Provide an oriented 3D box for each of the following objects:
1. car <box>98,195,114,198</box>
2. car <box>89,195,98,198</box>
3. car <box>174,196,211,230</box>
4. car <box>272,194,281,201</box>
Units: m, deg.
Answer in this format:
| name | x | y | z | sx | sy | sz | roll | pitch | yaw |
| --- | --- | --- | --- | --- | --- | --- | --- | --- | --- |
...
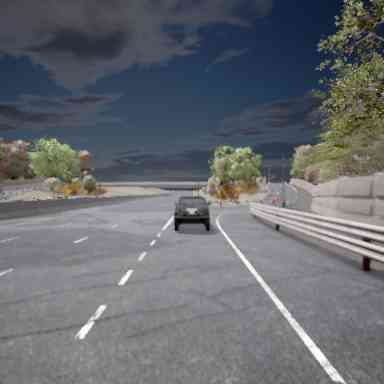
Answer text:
| name | x | y | z | sx | sy | sz | roll | pitch | yaw |
| --- | --- | --- | --- | --- | --- | --- | --- | --- | --- |
| car | -20.982 | 1.667 | 82.607 | 2.128 | 1.511 | 4.902 | 0 | 0 | 0 |
| car | -24.482 | 1.620 | 82.608 | 1.882 | 1.535 | 5.008 | 0 | 0 | 0 |
| car | 0.066 | 1.254 | 21.534 | 2.150 | 2.045 | 5.566 | 0 | 0 | 2 |
| car | 22.833 | 1.809 | 89.917 | 2.097 | 1.767 | 4.553 | 0 | 3 | 20 |
